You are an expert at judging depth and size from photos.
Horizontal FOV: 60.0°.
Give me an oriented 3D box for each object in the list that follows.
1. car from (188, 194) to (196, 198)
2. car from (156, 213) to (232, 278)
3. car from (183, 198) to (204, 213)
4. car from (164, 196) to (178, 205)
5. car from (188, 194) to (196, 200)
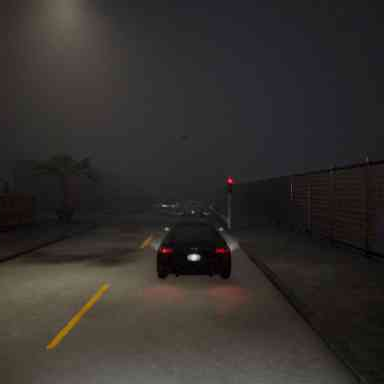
[{"bbox_3d":[-0.010,1.587,78.131,1.812,1.442,4.674,0,0,0],"label":"car"},{"bbox_3d":[0.063,1.573,10.160,1.994,1.385,4.181,0,0,0],"label":"car"},{"bbox_3d":[0.082,1.554,31.830,1.812,1.442,4.674,0,0,0],"label":"car"},{"bbox_3d":[-4.051,1.558,60.319,1.837,1.490,4.892,0,0,0],"label":"car"},{"bbox_3d":[-0.013,1.389,88.134,1.882,1.535,5.008,0,0,0],"label":"car"}]
